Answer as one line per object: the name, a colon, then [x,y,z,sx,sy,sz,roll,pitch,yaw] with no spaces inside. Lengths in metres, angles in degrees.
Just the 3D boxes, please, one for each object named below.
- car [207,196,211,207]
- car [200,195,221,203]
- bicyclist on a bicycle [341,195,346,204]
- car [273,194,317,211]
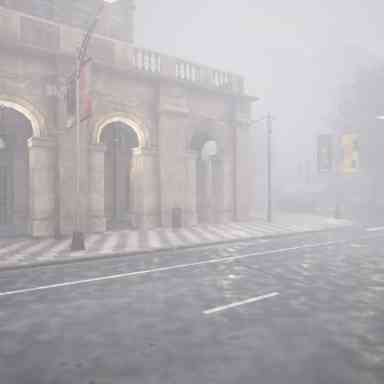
car: [1.169,1.595,46.040,1.895,1.301,4.718,0,0,-36]
car: [4.069,1.473,73.293,1.882,1.535,5.008,0,0,-36]
bicyclist on a bicycle: [25.798,1.300,56.543,1.656,1.620,0.582,0,0,-36]
car: [12.705,1.220,41.373,2.150,2.045,5.566,0,0,-36]
